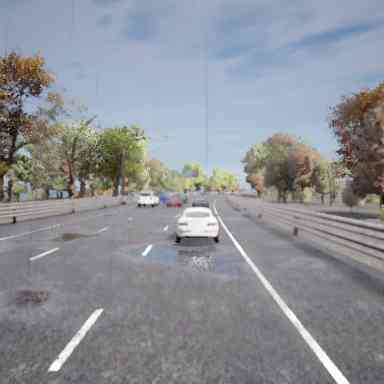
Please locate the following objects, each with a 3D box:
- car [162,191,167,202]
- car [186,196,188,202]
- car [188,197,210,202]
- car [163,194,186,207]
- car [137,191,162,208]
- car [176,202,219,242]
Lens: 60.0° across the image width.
[{"bbox_3d":[-5.153,0.922,54.934,2.150,2.045,5.566,0,0,4],"label":"car"},{"bbox_3d":[-1.655,1.202,54.769,2.128,1.511,4.902,0,0,4],"label":"car"},{"bbox_3d":[0.979,1.290,37.726,2.128,1.511,4.902,0,0,3],"label":"car"},{"bbox_3d":[-2.277,1.321,44.781,1.994,1.385,4.181,0,0,3],"label":"car"},{"bbox_3d":[-5.793,0.973,44.561,2.150,2.045,5.566,0,0,3],"label":"car"},{"bbox_3d":[0.259,1.437,15.684,1.812,1.442,4.674,0,0,1],"label":"car"}]
